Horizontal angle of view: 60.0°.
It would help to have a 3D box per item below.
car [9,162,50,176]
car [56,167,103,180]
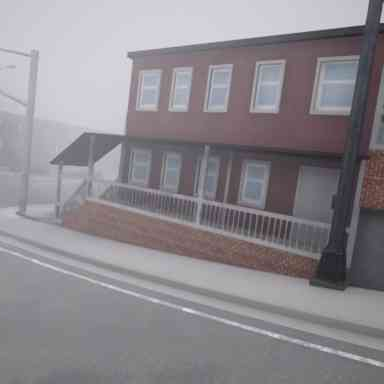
[{"bbox_3d":[-18.210,-2.676,37.438,1.994,1.385,4.181,11,6,35],"label":"car"},{"bbox_3d":[-12.959,-2.157,38.814,2.033,1.411,5.357,11,6,35],"label":"car"}]
